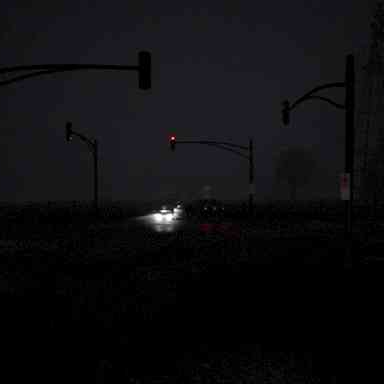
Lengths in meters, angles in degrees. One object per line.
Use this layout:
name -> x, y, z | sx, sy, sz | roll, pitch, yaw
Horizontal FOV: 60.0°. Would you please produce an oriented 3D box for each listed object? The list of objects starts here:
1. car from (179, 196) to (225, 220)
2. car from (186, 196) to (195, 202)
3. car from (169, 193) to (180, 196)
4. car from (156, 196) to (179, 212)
car -> 0.958, 1.345, 27.872 | 2.097, 1.767, 4.553 | 0, 0, -23
car -> -0.341, 1.595, 78.353 | 1.895, 1.301, 4.718 | 0, 0, 0
car -> -3.067, 1.216, 57.806 | 2.150, 2.045, 5.566 | 0, 0, 0
car -> -2.966, 1.485, 37.639 | 2.128, 1.511, 4.902 | 0, 0, -1
